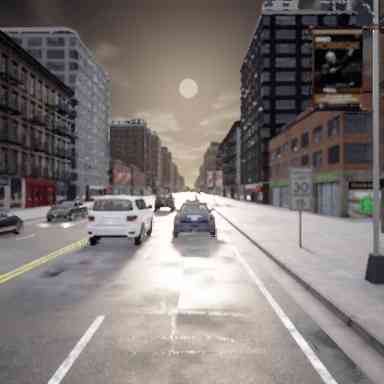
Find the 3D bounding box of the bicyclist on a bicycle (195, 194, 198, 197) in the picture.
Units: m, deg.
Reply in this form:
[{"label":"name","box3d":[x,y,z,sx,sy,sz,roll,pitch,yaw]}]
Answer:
[{"label":"bicyclist on a bicycle","box3d":[0.963,1.234,79.306,0.866,1.612,1.509,0,0,0]}]

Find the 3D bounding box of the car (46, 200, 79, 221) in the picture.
[{"label":"car","box3d":[-9.802,1.438,26.334,1.837,1.490,4.892,0,0,0]}]

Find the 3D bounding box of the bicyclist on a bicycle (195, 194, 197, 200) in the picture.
[{"label":"bicyclist on a bicycle","box3d":[0.976,1.223,88.308,0.582,1.620,1.656,0,0,0]}]

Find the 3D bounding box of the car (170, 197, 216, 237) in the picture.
[{"label":"car","box3d":[0.118,1.306,17.994,2.097,1.767,4.553,0,0,0]}]

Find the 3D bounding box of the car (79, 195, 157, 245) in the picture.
[{"label":"car","box3d":[-3.134,1.182,15.448,2.150,2.045,5.566,0,0,0]}]

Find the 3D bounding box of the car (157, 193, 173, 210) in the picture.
[{"label":"car","box3d":[-3.123,1.124,38.800,2.150,2.045,5.566,0,1,0]}]

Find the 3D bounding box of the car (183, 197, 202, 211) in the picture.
[{"label":"car","box3d":[0.086,1.385,40.880,2.128,1.511,4.902,0,0,1]}]

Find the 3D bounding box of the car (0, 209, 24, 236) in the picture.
[{"label":"car","box3d":[-9.846,1.525,15.931,1.994,1.385,4.181,0,0,-1]}]
